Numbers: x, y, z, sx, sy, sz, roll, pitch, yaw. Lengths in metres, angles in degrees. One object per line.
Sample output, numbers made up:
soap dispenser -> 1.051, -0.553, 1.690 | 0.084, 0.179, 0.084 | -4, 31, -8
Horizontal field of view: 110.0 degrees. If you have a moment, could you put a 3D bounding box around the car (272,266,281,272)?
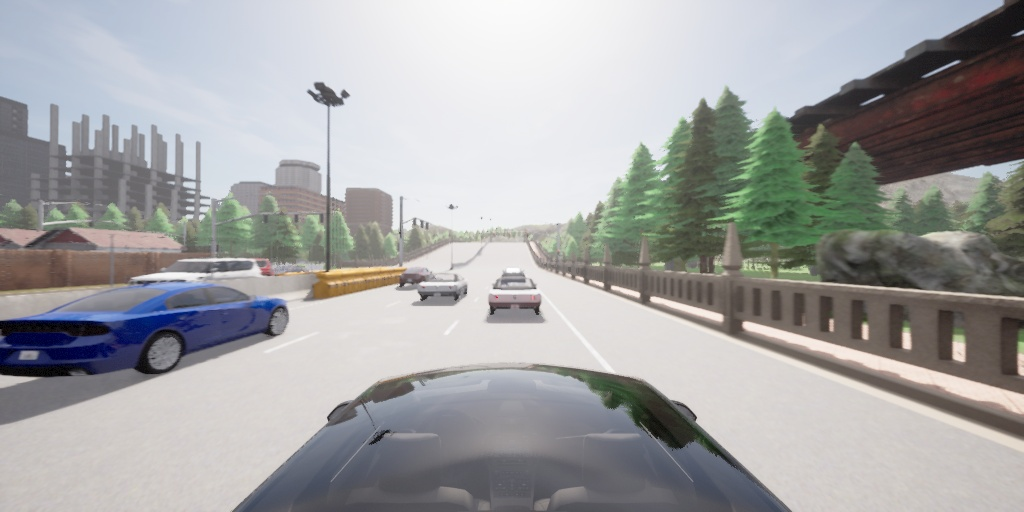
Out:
car -> -17.585, 1.156, 22.567 | 2.150, 2.045, 5.566 | 0, 0, 0

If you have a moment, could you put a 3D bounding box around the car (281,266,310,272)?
car -> -21.013, 1.613, 33.709 | 2.033, 1.411, 5.357 | 0, -1, -3

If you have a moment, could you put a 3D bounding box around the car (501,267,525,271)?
car -> 0.100, 1.555, 28.857 | 1.994, 1.385, 4.181 | 0, -1, 0

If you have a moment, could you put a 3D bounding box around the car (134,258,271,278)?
car -> -14.098, 1.102, 16.446 | 2.150, 2.045, 5.566 | 0, 0, 0

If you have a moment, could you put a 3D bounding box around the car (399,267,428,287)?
car -> -6.901, 1.496, 26.470 | 1.812, 1.442, 4.674 | 0, -1, 0

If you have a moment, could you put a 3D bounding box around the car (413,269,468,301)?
car -> -3.400, 1.501, 18.568 | 1.895, 1.301, 4.718 | 0, -1, 0

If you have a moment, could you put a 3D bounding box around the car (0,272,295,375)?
car -> -6.899, 1.280, 7.600 | 1.882, 1.535, 5.008 | 0, 0, 0

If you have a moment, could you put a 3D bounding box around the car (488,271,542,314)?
car -> 0.100, 1.464, 14.394 | 1.895, 1.301, 4.718 | 0, -1, 0
